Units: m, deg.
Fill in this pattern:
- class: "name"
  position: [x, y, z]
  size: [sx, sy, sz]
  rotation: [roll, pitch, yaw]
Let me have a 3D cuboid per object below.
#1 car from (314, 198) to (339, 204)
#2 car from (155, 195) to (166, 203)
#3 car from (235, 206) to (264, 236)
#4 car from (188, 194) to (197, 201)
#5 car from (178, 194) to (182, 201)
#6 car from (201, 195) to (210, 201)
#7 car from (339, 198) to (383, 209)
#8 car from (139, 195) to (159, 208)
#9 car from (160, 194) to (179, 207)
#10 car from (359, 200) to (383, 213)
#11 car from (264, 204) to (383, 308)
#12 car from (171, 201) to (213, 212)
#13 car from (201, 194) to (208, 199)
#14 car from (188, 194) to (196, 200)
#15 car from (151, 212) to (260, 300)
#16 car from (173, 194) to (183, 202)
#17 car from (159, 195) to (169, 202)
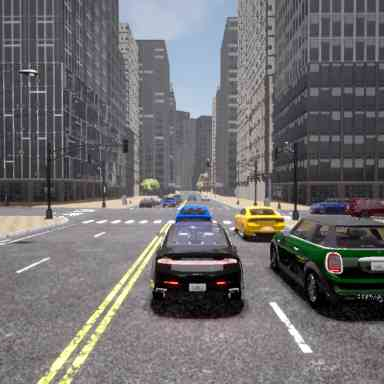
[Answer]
- class: "car"
  position: [14.913, 1.450, 35.256]
  size: [4.553, 1.767, 2.097]
  rotation: [1, 1, 1]
- class: "car"
  position: [-6.453, 1.447, 68.043]
  size: [1.837, 1.490, 4.892]
  rotation: [0, 0, 0]
- class: "car"
  position: [3.363, 1.469, 17.256]
  size: [1.882, 1.535, 5.008]
  rotation: [0, 0, 0]
- class: "car"
  position: [0.067, 1.273, 80.641]
  size: [2.097, 1.767, 4.553]
  rotation: [0, 0, 0]
- class: "car"
  position: [-3.277, 1.519, 58.309]
  size: [1.994, 1.385, 4.181]
  rotation: [0, 0, 1]
- class: "car"
  position: [3.317, 1.513, 80.698]
  size: [1.895, 1.301, 4.718]
  rotation: [0, 0, 0]
- class: "car"
  position: [16.225, 1.519, 29.452]
  size: [5.009, 1.841, 2.192]
  rotation: [1, 0, 1]
- class: "car"
  position: [-6.545, 1.513, 49.135]
  size: [2.033, 1.411, 5.357]
  rotation: [0, 0, 0]
- class: "car"
  position: [-3.299, 1.491, 49.564]
  size: [1.812, 1.442, 4.674]
  rotation: [0, 0, 0]
- class: "car"
  position: [21.841, 1.642, 37.734]
  size: [4.829, 1.417, 1.752]
  rotation: [1, 0, 1]
- class: "car"
  position: [3.356, 1.348, 8.076]
  size: [2.097, 1.767, 4.553]
  rotation: [0, 0, 0]
- class: "car"
  position: [0.118, 1.468, 17.868]
  size: [1.882, 1.535, 5.008]
  rotation: [0, 0, 1]
- class: "car"
  position: [3.325, 1.337, 90.700]
  size: [1.895, 1.301, 4.718]
  rotation: [0, 0, 0]
- class: "car"
  position: [0.075, 1.267, 90.673]
  size: [2.128, 1.511, 4.902]
  rotation: [0, 0, 0]
- class: "car"
  position: [0.105, 1.488, 8.364]
  size: [2.128, 1.511, 4.902]
  rotation: [0, 0, 0]
- class: "car"
  position: [-3.187, 1.286, 77.187]
  size: [2.097, 1.767, 4.553]
  rotation: [0, 0, 0]
- class: "car"
  position: [-6.437, 1.482, 78.022]
  size: [1.994, 1.385, 4.181]
  rotation: [0, 0, 0]
